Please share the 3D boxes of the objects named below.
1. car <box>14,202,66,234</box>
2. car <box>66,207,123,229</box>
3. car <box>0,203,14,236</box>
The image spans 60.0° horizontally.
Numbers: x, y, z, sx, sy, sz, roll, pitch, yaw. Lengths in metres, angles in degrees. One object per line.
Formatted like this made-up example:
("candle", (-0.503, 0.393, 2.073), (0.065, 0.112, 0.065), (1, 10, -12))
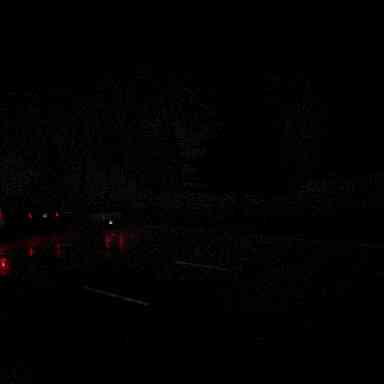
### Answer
("car", (-9.860, 1.351, 19.623), (4.553, 1.767, 2.097), (0, 0, 36))
("car", (-6.786, 1.600, 21.731), (4.718, 1.301, 1.895), (0, 0, 35))
("car", (-11.398, 1.220, 16.424), (5.566, 2.045, 2.150), (0, 0, 36))
